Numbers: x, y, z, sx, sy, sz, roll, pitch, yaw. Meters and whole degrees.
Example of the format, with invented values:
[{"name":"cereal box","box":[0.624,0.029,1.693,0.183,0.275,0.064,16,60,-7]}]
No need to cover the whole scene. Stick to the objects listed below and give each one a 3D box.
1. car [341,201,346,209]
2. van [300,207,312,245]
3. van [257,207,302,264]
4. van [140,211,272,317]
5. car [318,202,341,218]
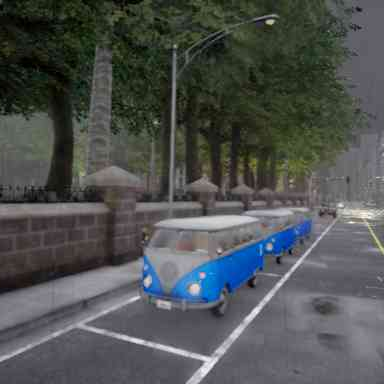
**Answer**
[{"name":"car","box":[36.575,3.490,82.401,1.752,1.417,4.829,1,-1,26]},{"name":"van","box":[5.365,1.713,17.754,1.690,1.788,3.998,1,-1,26]},{"name":"van","box":[2.905,1.582,12.660,1.690,1.788,3.998,1,-1,26]},{"name":"van","box":[0.446,1.450,7.566,1.690,1.788,3.998,1,-1,26]},{"name":"car","box":[17.663,2.328,43.223,2.192,1.841,5.009,1,-1,26]}]
